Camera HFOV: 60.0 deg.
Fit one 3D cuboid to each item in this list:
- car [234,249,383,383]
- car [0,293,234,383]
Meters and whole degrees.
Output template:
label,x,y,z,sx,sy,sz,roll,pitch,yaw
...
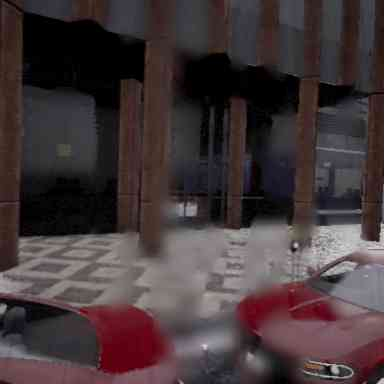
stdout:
label,x,y,z,sx,sy,sz,roll,pitch,yaw
car,2.630,1.483,4.328,4.507,1.381,1.887,1,2,-27
car,-2.220,1.389,1.827,4.507,1.381,1.887,1,2,-27
